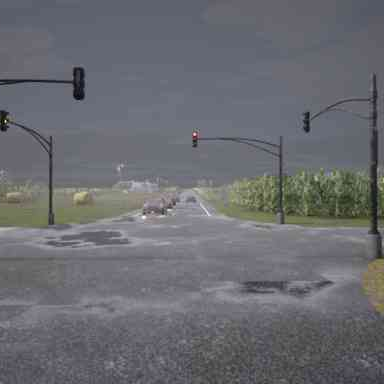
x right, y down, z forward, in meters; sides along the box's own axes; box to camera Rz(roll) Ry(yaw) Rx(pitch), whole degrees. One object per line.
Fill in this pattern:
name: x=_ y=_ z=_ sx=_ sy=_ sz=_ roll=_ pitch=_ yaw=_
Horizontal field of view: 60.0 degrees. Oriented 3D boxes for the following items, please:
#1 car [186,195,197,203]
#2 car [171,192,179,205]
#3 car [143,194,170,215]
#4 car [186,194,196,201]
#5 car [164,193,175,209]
car: x=-0.120 y=1.410 z=66.140 sx=1.837 sy=1.490 sz=4.892 roll=0 pitch=0 yaw=0
car: x=-3.730 y=1.158 z=54.218 sx=2.150 sy=2.045 sz=5.566 roll=0 pitch=0 yaw=0
car: x=-3.718 y=1.325 z=33.910 sx=2.097 sy=1.767 sz=4.553 roll=0 pitch=0 yaw=0
car: x=-0.198 y=1.330 z=76.444 sx=2.128 sy=1.511 sz=4.902 roll=0 pitch=0 yaw=0
car: x=-3.712 y=1.310 z=44.006 sx=2.097 sy=1.767 sz=4.553 roll=0 pitch=0 yaw=0
